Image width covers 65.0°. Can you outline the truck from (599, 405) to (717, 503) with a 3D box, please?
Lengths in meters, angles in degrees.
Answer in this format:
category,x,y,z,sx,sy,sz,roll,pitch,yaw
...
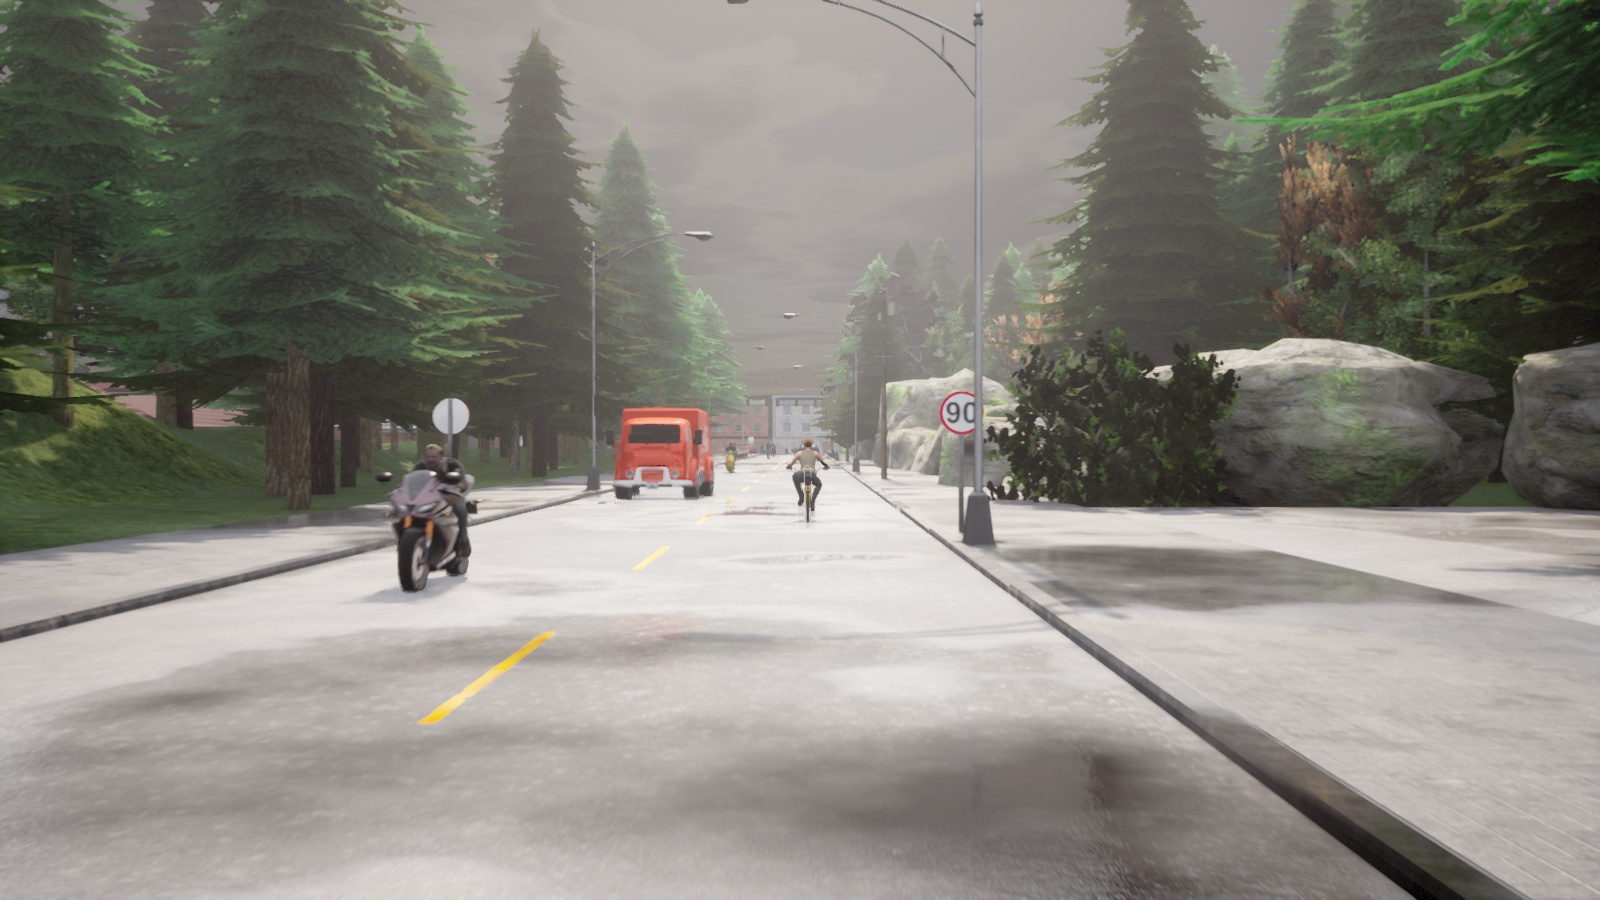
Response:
category,x,y,z,sx,sy,sz,roll,pitch,yaw
truck,-3.777,0.078,34.554,2.627,2.467,5.204,0,1,0

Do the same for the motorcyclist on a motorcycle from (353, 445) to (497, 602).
category,x,y,z,sx,sy,sz,roll,pitch,yaw
motorcyclist on a motorcycle,-3.908,0.711,13.297,0.866,1.530,2.191,0,0,0

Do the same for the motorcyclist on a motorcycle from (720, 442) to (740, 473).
category,x,y,z,sx,sy,sz,roll,pitch,yaw
motorcyclist on a motorcycle,-3.565,0.371,64.118,0.866,1.590,1.817,0,0,0

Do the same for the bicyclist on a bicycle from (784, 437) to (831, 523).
category,x,y,z,sx,sy,sz,roll,pitch,yaw
bicyclist on a bicycle,0.151,0.560,24.207,0.866,1.612,1.509,0,0,1
